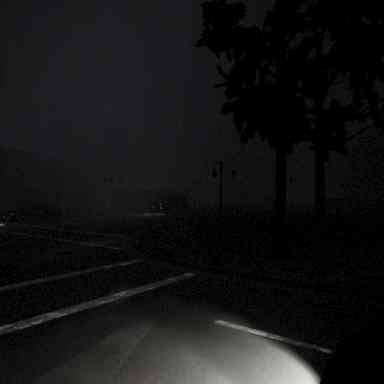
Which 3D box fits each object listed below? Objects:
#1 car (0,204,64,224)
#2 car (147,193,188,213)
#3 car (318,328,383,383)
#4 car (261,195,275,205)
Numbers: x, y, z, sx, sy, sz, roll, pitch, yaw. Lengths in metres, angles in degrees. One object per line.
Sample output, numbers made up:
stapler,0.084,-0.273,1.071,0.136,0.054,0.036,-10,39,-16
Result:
car,-11.759,1.575,24.629,1.994,1.385,4.181,0,0,40
car,-2.633,1.212,37.644,2.150,2.045,5.566,0,1,35
car,2.887,1.564,1.913,4.181,1.385,1.994,0,0,36
car,13.853,1.347,60.774,2.097,1.767,4.553,0,0,7
